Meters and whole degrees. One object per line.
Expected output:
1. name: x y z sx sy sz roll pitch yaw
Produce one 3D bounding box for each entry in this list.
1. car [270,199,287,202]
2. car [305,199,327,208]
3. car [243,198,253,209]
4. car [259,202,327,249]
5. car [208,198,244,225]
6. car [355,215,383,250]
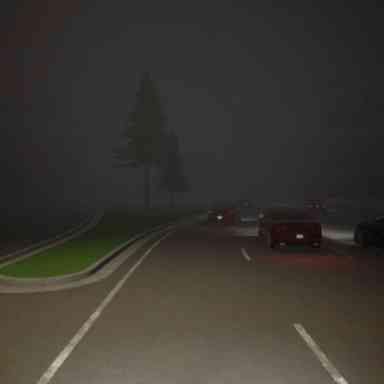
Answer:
1. car: 9.794 1.428 37.478 1.895 1.301 4.718 0 0 11
2. car: 12.577 1.391 33.894 2.033 1.411 5.357 0 0 16
3. car: 6.264 1.372 41.509 1.994 1.385 4.181 0 0 -4
4. car: 4.036 1.411 14.272 1.882 1.535 5.008 0 0 5
5. car: 2.321 1.418 23.201 1.812 1.442 4.674 0 0 14
6. car: 7.315 1.439 11.327 2.128 1.511 4.902 0 0 2
